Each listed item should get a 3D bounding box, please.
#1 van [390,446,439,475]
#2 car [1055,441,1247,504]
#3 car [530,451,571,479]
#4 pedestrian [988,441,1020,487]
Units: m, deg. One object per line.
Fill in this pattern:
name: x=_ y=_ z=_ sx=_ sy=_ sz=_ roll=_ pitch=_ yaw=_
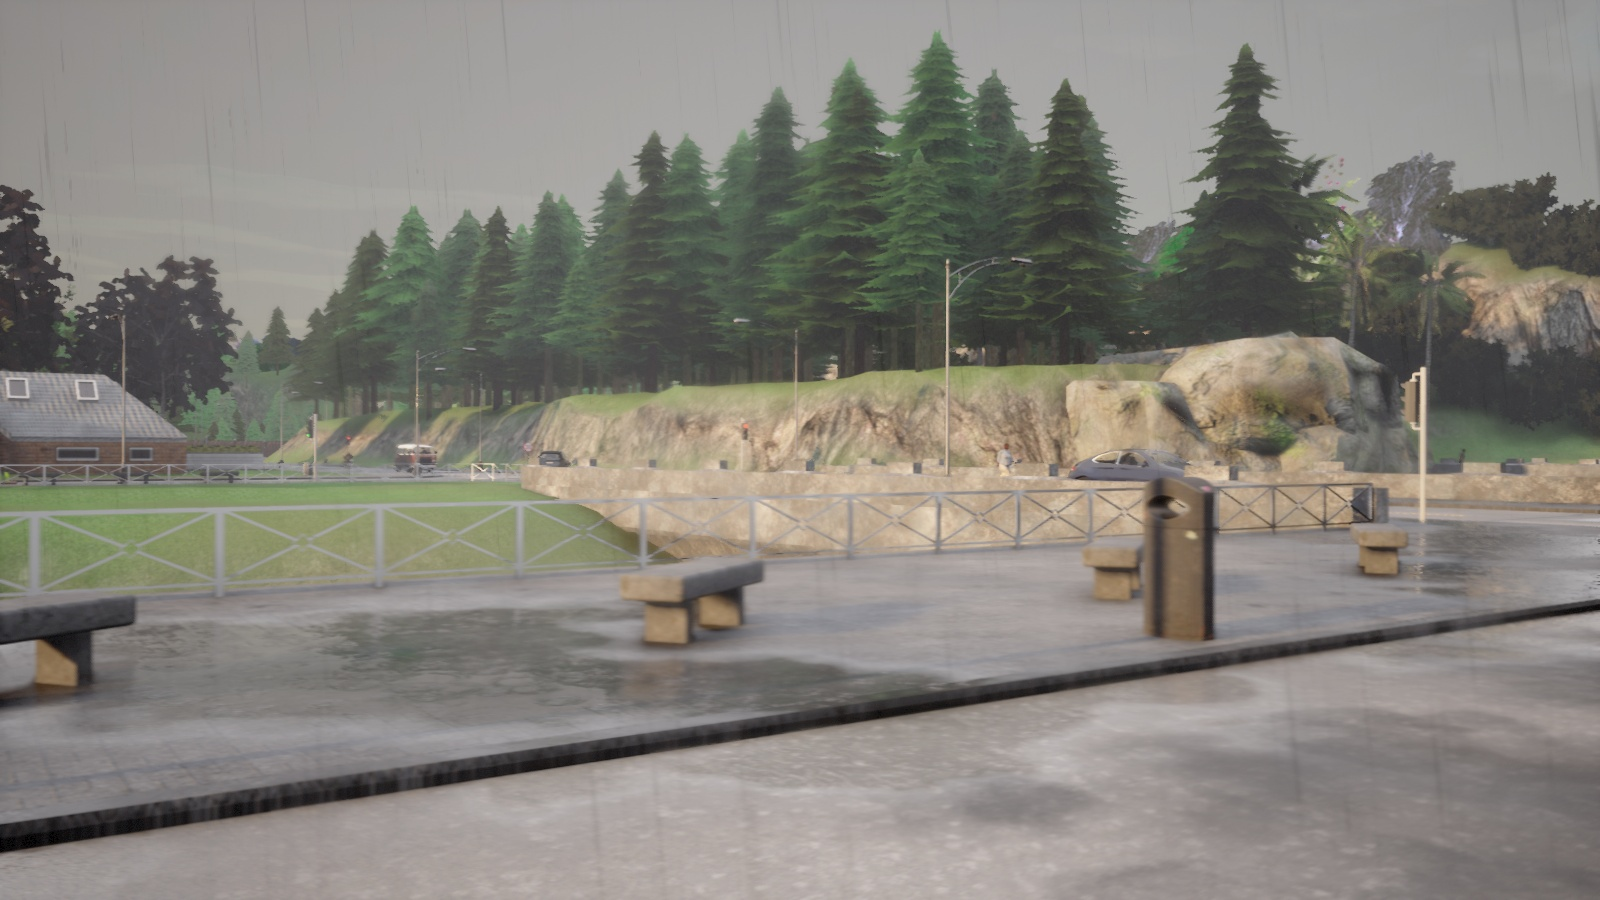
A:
van: x=-27.332 y=0.744 z=89.016 sx=2.069 sy=2.038 sz=4.480 roll=0 pitch=0 yaw=-35
car: x=9.829 y=0.590 z=35.585 sx=2.152 sy=1.651 sz=5.027 roll=0 pitch=0 yaw=-35
car: x=-15.256 y=0.896 z=77.044 sx=2.033 sy=1.649 sz=4.856 roll=0 pitch=0 yaw=-7
pedestrian: x=8.352 y=0.563 z=51.406 sx=0.874 sy=1.855 sz=0.900 roll=0 pitch=0 yaw=-34
